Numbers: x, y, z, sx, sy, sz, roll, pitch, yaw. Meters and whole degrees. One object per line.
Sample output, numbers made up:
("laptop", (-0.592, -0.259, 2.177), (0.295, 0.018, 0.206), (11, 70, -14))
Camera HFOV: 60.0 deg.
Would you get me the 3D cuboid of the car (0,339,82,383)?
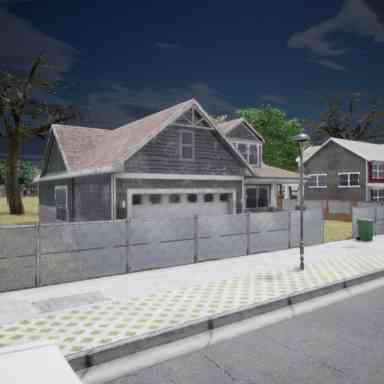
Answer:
("car", (-2.697, 1.601, 1.148), (4.718, 1.301, 1.895), (0, 0, -35))
